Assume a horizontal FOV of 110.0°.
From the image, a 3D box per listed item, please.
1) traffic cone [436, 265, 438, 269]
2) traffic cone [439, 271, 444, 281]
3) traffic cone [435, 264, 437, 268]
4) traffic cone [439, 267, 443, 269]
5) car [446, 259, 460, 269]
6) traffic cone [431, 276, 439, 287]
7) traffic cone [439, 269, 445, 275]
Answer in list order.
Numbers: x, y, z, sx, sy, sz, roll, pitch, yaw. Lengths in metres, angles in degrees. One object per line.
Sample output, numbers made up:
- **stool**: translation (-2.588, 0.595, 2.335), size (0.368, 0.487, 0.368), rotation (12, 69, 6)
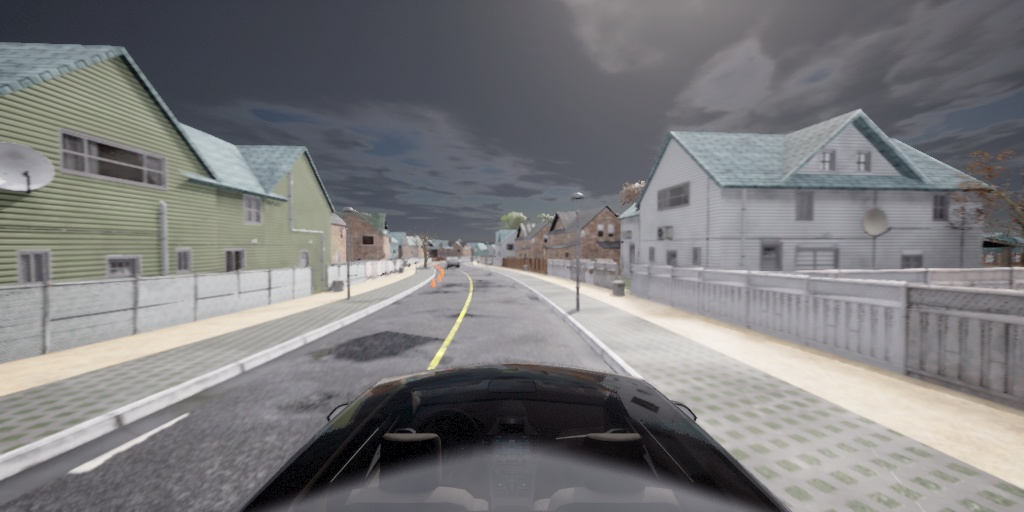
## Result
- **traffic cone**: translation (-10.518, 1.693, 52.233), size (0.340, 0.580, 0.340), rotation (0, 0, -15)
- **traffic cone**: translation (-5.683, 1.689, 28.019), size (0.340, 0.580, 0.340), rotation (0, 0, -8)
- **traffic cone**: translation (-11.835, 1.697, 57.042), size (0.340, 0.580, 0.340), rotation (0, 0, -15)
- **traffic cone**: translation (-7.261, 1.687, 37.774), size (0.340, 0.580, 0.340), rotation (0, 0, -11)
- **car**: translation (-9.147, 1.195, 55.501), size (1.882, 1.535, 5.008), rotation (-1, 0, -15)
- **traffic cone**: translation (-5.074, 1.692, 23.116), size (0.340, 0.580, 0.340), rotation (0, 0, -6)
- **traffic cone**: translation (-6.412, 1.687, 32.907), size (0.340, 0.580, 0.340), rotation (0, 0, -9)
